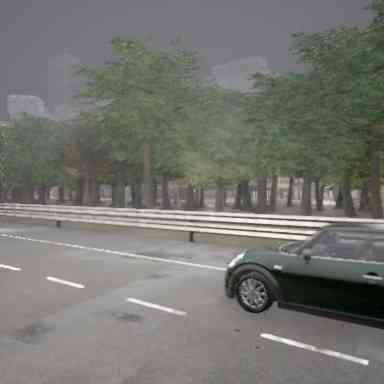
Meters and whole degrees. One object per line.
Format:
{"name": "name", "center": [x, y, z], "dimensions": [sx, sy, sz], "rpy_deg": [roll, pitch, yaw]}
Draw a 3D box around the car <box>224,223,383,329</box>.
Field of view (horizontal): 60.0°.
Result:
{"name": "car", "center": [2.854, 1.352, 6.134], "dimensions": [4.553, 1.767, 2.097], "rpy_deg": [0, 0, 36]}
